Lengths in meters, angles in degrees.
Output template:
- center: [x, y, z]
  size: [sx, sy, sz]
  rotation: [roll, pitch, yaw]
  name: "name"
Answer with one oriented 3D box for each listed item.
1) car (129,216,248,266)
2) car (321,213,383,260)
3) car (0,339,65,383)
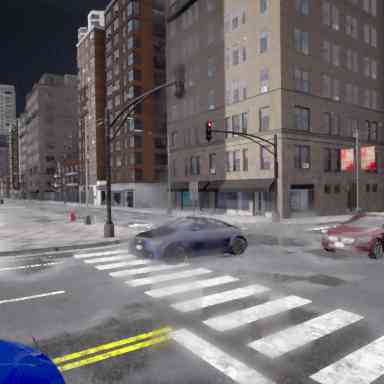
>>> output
- center: [-0.040, 1.562, 11.639]
  size: [4.181, 1.385, 1.994]
  rotation: [0, 0, -35]
  name: "car"
- center: [6.861, 1.525, 12.569]
  size: [4.674, 1.442, 1.812]
  rotation: [0, 0, -36]
  name: "car"
- center: [-3.077, 1.478, 1.253]
  size: [5.008, 1.535, 1.882]
  rotation: [0, 0, -35]
  name: "car"
